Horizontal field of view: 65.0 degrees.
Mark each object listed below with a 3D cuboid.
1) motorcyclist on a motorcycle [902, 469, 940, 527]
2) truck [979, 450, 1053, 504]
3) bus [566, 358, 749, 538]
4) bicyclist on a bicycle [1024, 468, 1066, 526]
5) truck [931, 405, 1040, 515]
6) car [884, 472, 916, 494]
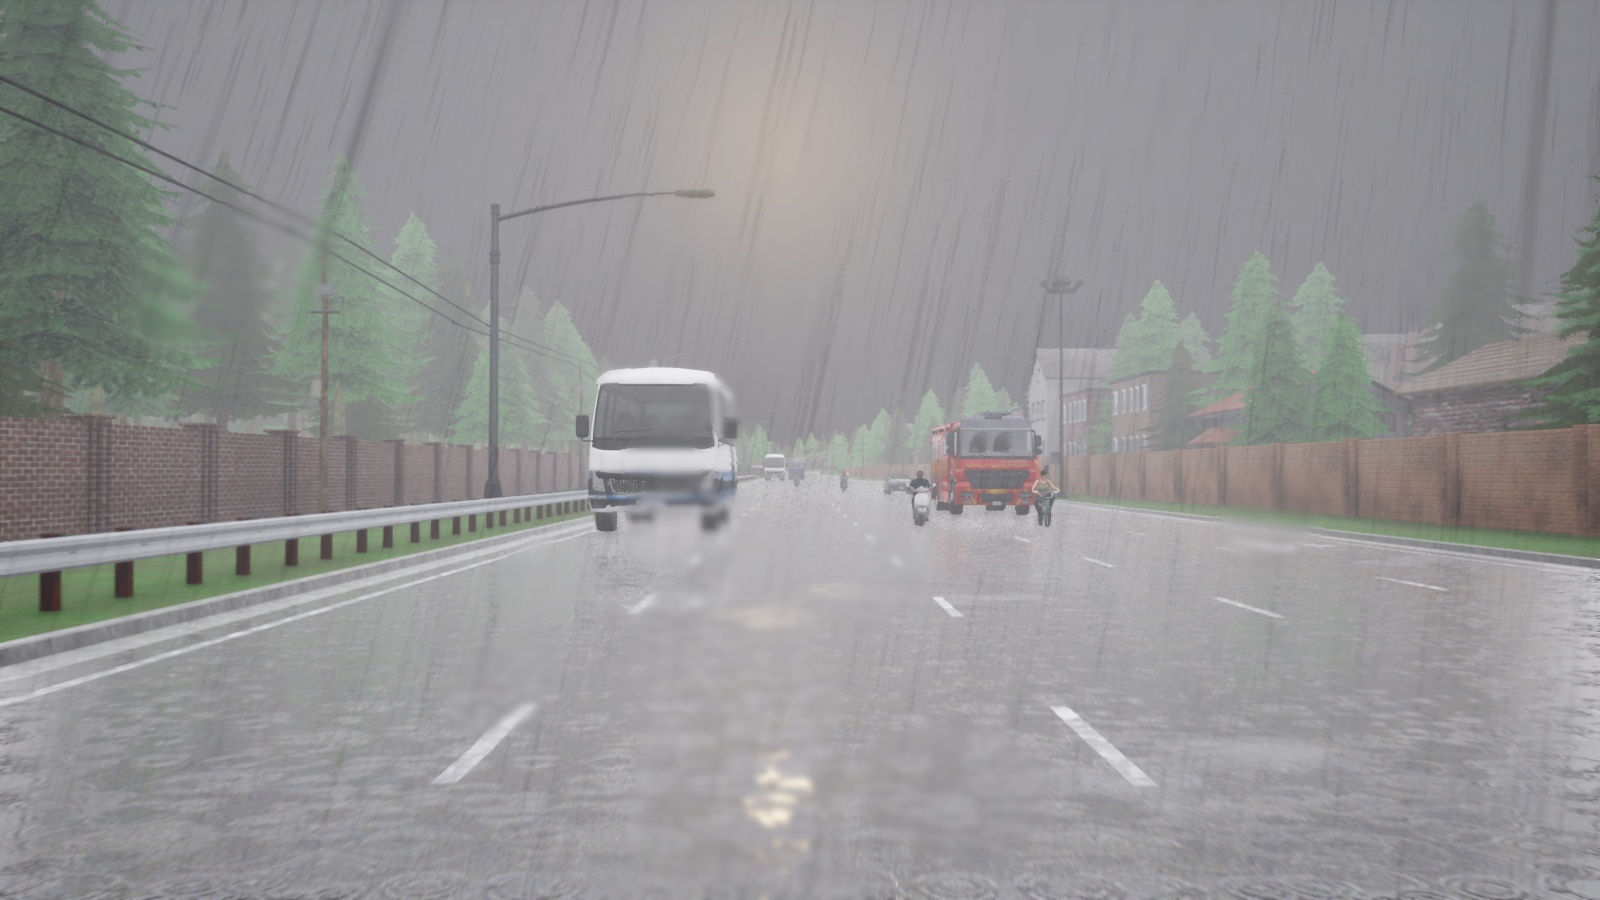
[{"bbox_3d":[3.412,1.350,35.547,0.866,1.590,1.817,0,-1,0],"label":"motorcyclist on a motorcycle"},{"bbox_3d":[10.348,1.301,60.597,2.627,2.467,5.204,0,-1,0],"label":"truck"},{"bbox_3d":[-3.592,0.037,34.935,3.944,4.253,10.273,0,-1,0],"label":"bus"},{"bbox_3d":[6.917,1.318,35.495,0.866,1.612,1.509,0,-1,0],"label":"bicyclist on a bicycle"},{"bbox_3d":[6.877,0.423,47.811,2.891,3.827,8.468,0,-1,0],"label":"truck"},{"bbox_3d":[6.788,2.238,85.824,1.816,1.474,4.193,0,-1,0],"label":"car"}]
